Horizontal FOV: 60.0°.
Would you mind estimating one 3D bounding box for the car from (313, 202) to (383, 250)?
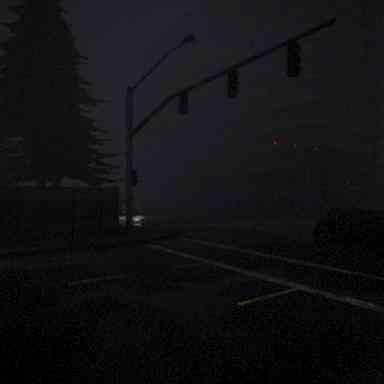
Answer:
[{"bbox_3d":[7.394,1.444,13.594,2.097,1.767,4.553,0,0,-35],"label":"car"}]

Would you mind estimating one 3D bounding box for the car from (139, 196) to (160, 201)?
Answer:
[{"bbox_3d":[-11.902,1.750,93.460,5.357,1.411,2.033,0,0,-35],"label":"car"}]

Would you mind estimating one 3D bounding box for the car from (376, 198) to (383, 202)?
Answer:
[{"bbox_3d":[32.372,1.767,58.119,1.994,1.385,4.181,0,0,-5],"label":"car"}]

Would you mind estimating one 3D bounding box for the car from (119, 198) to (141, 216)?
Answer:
[{"bbox_3d":[-7.088,1.453,34.126,2.097,1.767,4.553,0,0,-35],"label":"car"}]
